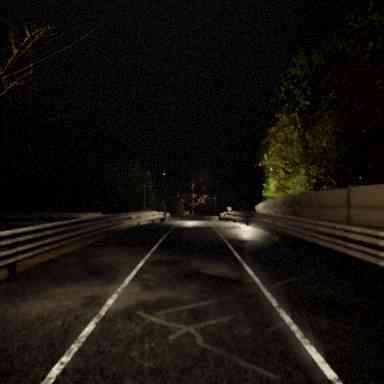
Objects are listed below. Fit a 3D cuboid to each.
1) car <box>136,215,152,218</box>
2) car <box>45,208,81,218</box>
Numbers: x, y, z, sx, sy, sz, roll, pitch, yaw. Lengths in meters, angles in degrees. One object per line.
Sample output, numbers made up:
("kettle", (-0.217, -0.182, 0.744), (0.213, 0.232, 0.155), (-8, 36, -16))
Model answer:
("car", (-8.839, 5.029, 66.404), (1.895, 1.301, 4.718), (-4, -6, 43))
("car", (-21.300, 3.733, 55.107), (5.566, 2.045, 2.150), (4, -6, -39))
